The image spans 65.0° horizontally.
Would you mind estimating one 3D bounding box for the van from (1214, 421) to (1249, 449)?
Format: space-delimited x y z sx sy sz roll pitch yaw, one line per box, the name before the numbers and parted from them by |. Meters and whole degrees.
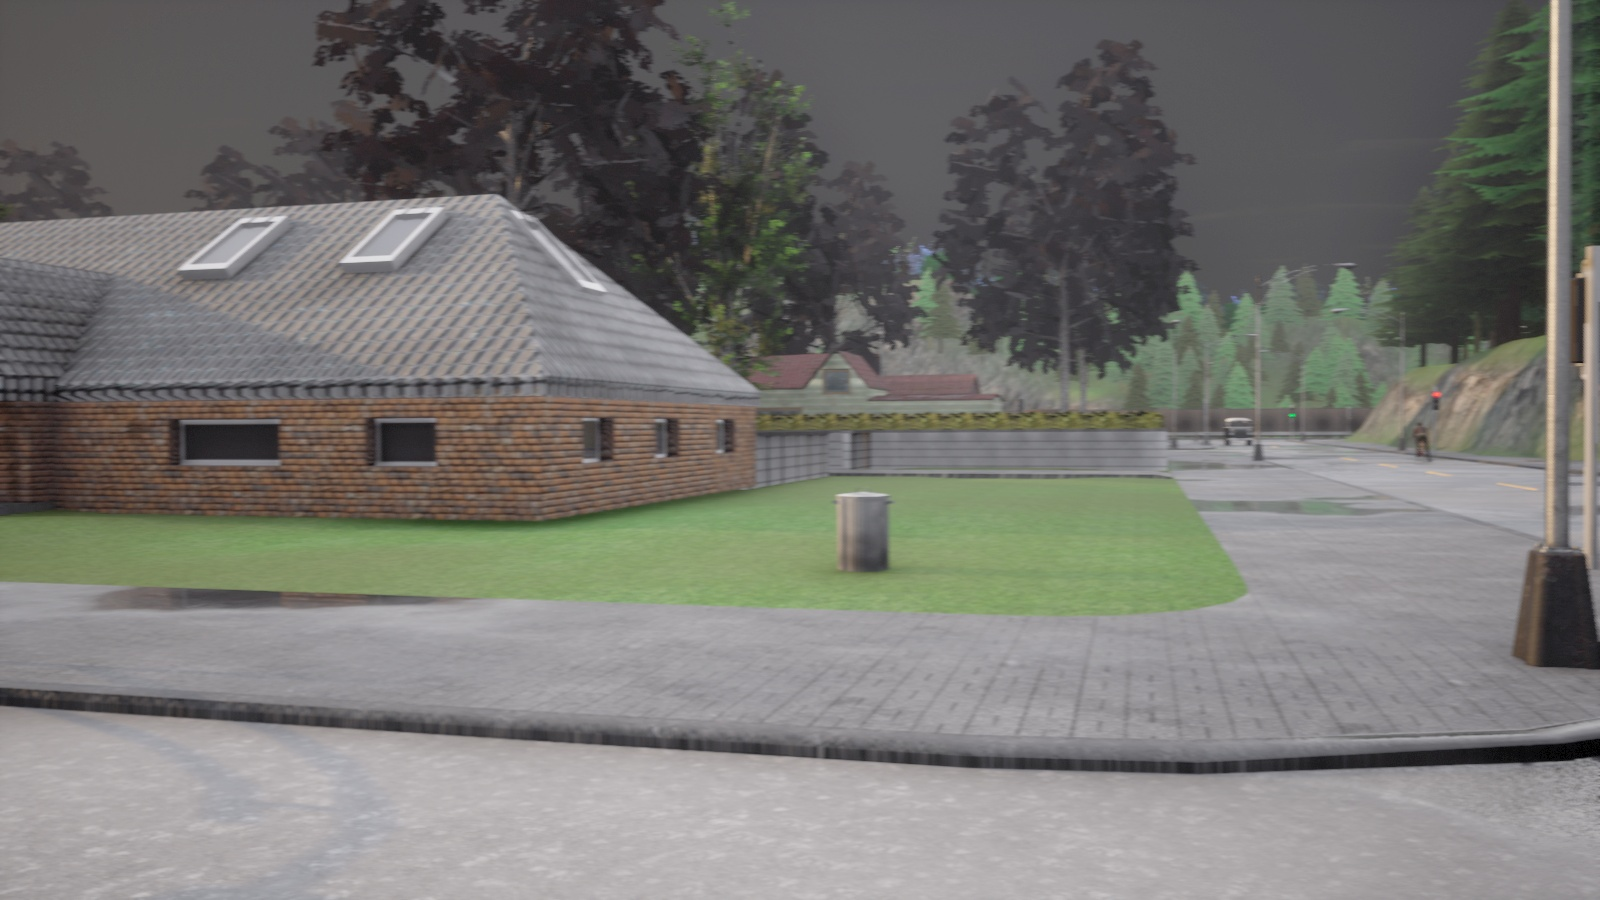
van | 31.469 -1.119 91.706 2.069 2.038 4.480 0 1 15
